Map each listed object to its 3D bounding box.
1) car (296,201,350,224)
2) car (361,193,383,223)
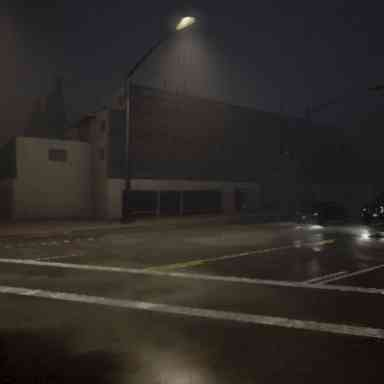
[{"bbox_3d":[9.398,1.395,23.672,4.674,1.442,1.812,-1,1,-36],"label":"car"},{"bbox_3d":[13.724,1.047,22.471,5.566,2.045,2.150,-1,1,-36],"label":"car"}]
